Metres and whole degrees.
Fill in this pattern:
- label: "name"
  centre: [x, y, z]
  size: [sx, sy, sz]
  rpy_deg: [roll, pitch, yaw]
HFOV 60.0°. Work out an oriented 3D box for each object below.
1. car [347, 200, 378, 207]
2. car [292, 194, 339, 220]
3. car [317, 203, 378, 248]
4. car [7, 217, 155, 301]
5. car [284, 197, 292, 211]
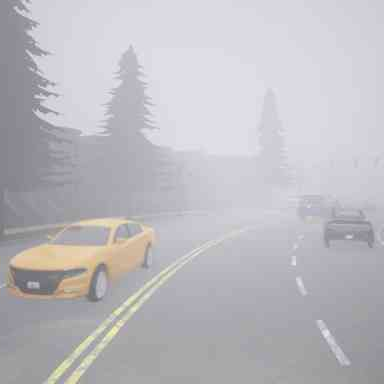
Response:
- label: "car"
  centre: [17.554, 1.551, 34.696]
  size: [5.357, 1.411, 2.033]
  rpy_deg: [0, 0, -42]
- label: "car"
  centre: [10.541, 1.225, 27.312]
  size: [2.150, 2.045, 5.566]
  rpy_deg: [0, 0, 39]
- label: "car"
  centre: [6.942, 1.493, 14.994]
  size: [2.128, 1.511, 4.902]
  rpy_deg: [0, 0, 22]
- label: "car"
  centre: [-2.465, 1.479, 8.674]
  size: [1.882, 1.535, 5.008]
  rpy_deg: [0, 0, 12]
- label: "car"
  centre: [13.505, 1.211, 40.528]
  size: [5.566, 2.045, 2.150]
  rpy_deg: [0, 0, -43]
